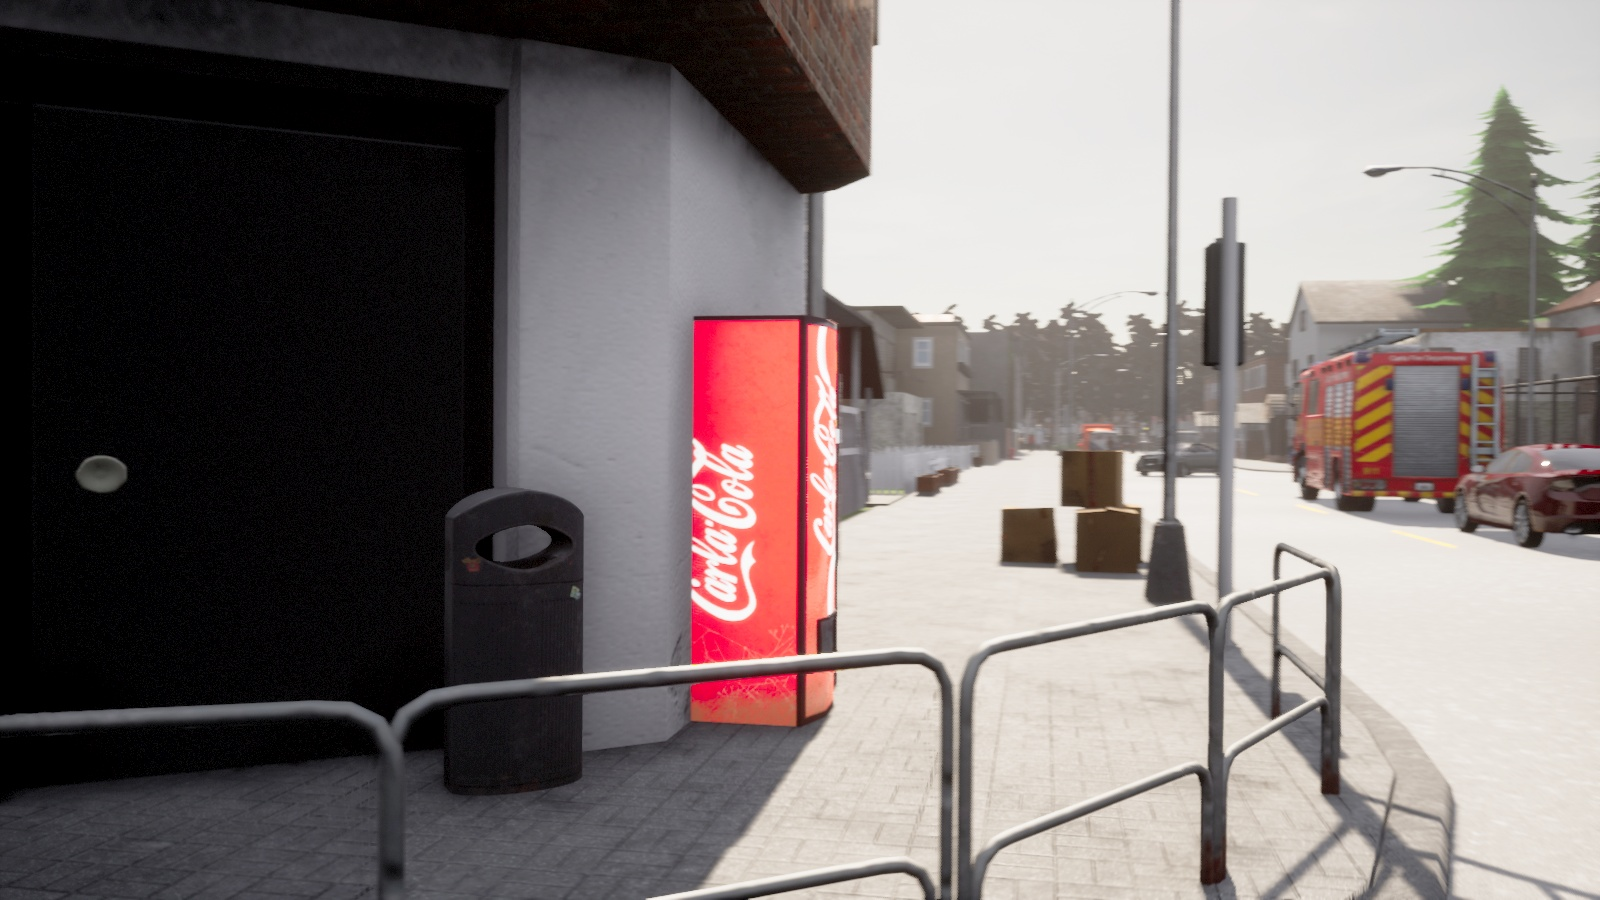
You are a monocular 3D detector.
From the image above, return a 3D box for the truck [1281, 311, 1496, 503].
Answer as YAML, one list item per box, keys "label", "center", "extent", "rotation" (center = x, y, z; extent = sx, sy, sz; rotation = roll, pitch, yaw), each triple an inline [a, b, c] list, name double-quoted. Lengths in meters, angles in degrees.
- label: "truck"
  center: [13.445, -0.897, 29.508]
  extent: [2.891, 3.827, 8.468]
  rotation: [-1, 1, 13]

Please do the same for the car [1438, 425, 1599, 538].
- label: "car"
  center: [11.622, 0.390, 19.468]
  extent: [1.882, 1.535, 5.008]
  rotation: [-1, 1, 12]

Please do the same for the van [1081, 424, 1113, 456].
- label: "van"
  center: [18.967, -0.664, 80.372]
  extent: [1.775, 1.987, 4.442]
  rotation: [-1, 1, 11]

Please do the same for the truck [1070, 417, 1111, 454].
- label: "truck"
  center: [20.672, -1.036, 89.521]
  extent: [2.627, 2.467, 5.204]
  rotation: [-1, 1, 10]

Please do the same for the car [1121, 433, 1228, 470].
- label: "car"
  center: [15.170, 0.052, 50.816]
  extent: [4.181, 1.385, 1.994]
  rotation: [-1, 1, -36]

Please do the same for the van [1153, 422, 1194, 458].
- label: "van"
  center: [21.625, -0.609, 72.830]
  extent: [1.775, 1.987, 4.442]
  rotation: [-1, 1, 11]
